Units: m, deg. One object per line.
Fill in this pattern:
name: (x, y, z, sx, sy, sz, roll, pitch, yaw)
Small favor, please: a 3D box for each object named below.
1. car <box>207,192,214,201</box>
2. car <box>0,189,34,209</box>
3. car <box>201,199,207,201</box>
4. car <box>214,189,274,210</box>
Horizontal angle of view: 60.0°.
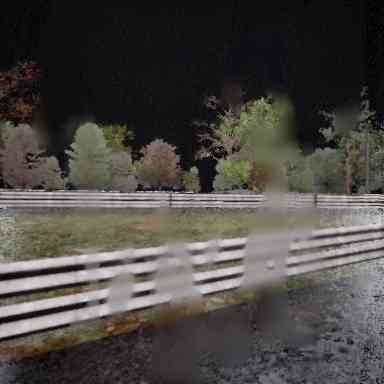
car: (3.979, 0.789, 31.442, 4.181, 1.385, 1.994, 1, 0, -11)
car: (-13.942, 0.459, 24.560, 4.181, 1.385, 1.994, 1, 0, -10)
car: (3.349, 0.707, 34.887, 4.892, 1.490, 1.837, 1, 0, -11)
car: (4.560, 0.590, 27.988, 4.553, 1.767, 2.097, 1, 0, -11)
